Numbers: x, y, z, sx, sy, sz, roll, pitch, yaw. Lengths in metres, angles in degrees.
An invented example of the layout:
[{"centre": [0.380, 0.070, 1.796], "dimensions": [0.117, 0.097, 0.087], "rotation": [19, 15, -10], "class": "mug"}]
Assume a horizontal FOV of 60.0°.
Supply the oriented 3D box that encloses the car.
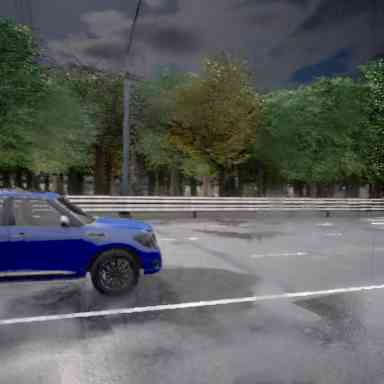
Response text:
[{"centre": [-3.437, 0.947, 6.846], "dimensions": [5.566, 2.045, 2.150], "rotation": [1, 2, -18], "class": "car"}]
